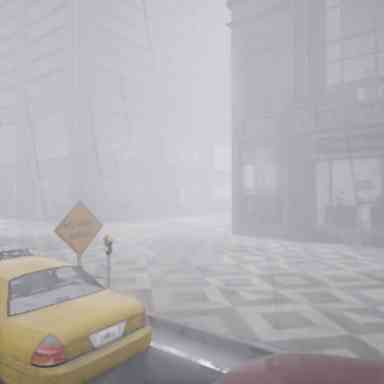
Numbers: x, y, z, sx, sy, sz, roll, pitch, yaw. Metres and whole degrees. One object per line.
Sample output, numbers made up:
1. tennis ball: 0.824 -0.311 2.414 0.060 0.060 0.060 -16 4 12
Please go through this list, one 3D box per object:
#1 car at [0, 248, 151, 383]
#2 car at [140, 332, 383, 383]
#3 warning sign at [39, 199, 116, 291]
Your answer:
1. car: -2.785 1.523 4.987 4.829 1.417 1.752 0 0 36
2. car: 1.920 1.582 1.584 4.206 1.307 1.802 0 0 36
3. warning sign: -2.617 1.113 7.701 1.060 1.860 1.300 0 0 36
